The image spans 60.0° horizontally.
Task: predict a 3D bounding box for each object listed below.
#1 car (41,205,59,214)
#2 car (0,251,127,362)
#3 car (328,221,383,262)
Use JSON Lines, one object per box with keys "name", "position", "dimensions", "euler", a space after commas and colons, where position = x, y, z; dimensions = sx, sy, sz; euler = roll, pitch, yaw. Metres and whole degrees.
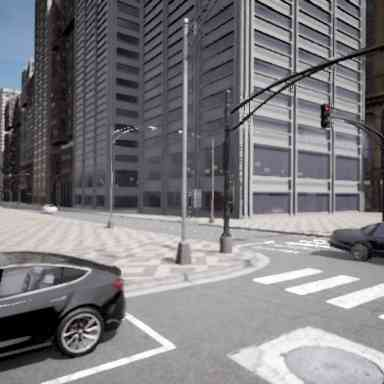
{"name": "car", "position": [-22.904, 2.768, 53.474], "dimensions": [1.812, 1.442, 4.674], "euler": [1, -2, -35]}
{"name": "car", "position": [-3.011, 1.567, 4.501], "dimensions": [4.313, 1.339, 1.947], "euler": [1, 0, -36]}
{"name": "car", "position": [7.240, 1.662, 10.811], "dimensions": [2.033, 1.411, 5.357], "euler": [0, -1, -35]}
